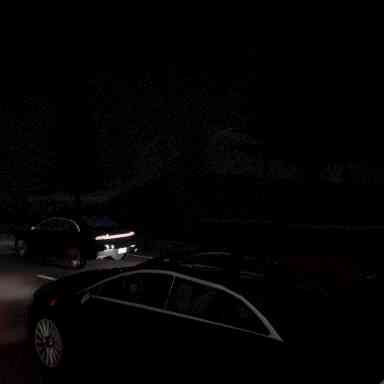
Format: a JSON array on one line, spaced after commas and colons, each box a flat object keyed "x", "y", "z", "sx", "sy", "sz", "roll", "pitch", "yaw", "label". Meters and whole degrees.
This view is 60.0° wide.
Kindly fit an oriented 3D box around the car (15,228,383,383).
[{"x": -0.078, "y": 1.490, "z": 4.040, "sx": 4.902, "sy": 1.511, "sz": 2.128, "roll": 0, "pitch": 0, "yaw": 35, "label": "car"}]

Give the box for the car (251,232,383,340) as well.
[{"x": 3.597, "y": 1.601, "z": 5.725, "sx": 4.718, "sy": 1.301, "sz": 1.895, "roll": 0, "pitch": 0, "yaw": 36, "label": "car"}]

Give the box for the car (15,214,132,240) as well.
[{"x": -3.989, "y": 1.477, "z": 11.036, "sx": 4.902, "sy": 1.511, "sz": 2.128, "roll": 0, "pitch": 0, "yaw": 35, "label": "car"}]
